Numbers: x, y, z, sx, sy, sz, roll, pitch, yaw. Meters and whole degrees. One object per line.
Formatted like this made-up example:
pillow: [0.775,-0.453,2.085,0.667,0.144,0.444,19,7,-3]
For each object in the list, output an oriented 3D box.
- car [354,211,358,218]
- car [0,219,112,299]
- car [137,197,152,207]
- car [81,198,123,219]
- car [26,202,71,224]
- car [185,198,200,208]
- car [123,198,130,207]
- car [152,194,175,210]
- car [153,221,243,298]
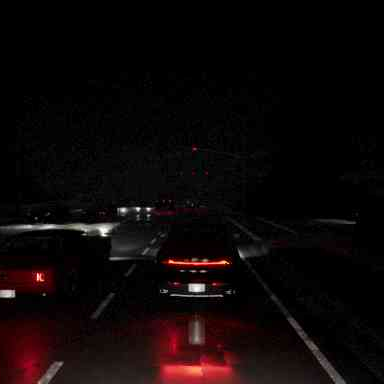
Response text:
car: [14.839,1.466,25.101,4.892,1.490,1.837,0,0,-1]
car: [-3.420,1.601,8.394,1.895,1.301,4.718,0,0,0]
car: [-7.049,1.508,49.880,1.837,1.490,4.892,0,0,0]
car: [-7.121,1.477,26.049,1.882,1.535,5.008,0,0,0]
car: [-10.607,1.525,24.978,1.812,1.442,4.674,0,0,0]
car: [0.073,1.526,47.569,1.812,1.442,4.674,0,0,1]
car: [-10.549,1.601,49.746,1.895,1.301,4.718,0,0,0]
car: [-3.435,1.222,43.210,2.150,2.045,5.566,0,0,0]
car: [0.188,1.505,8.508,1.837,1.490,4.892,0,0,2]
